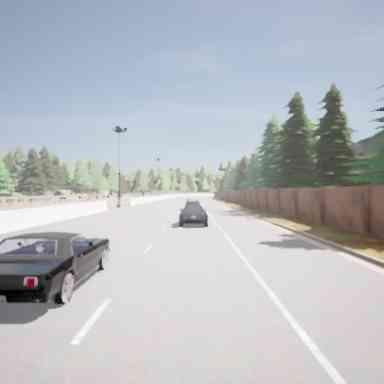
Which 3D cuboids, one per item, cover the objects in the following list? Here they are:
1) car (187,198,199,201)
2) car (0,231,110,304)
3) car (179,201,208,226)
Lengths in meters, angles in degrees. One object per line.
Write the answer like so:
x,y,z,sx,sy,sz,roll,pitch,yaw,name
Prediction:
0.084,1.523,41.320,2.128,1.511,4.902,0,0,0,car
-3.399,1.607,8.066,1.895,1.301,4.718,0,0,0,car
0.103,1.582,23.499,1.994,1.385,4.181,0,0,0,car
